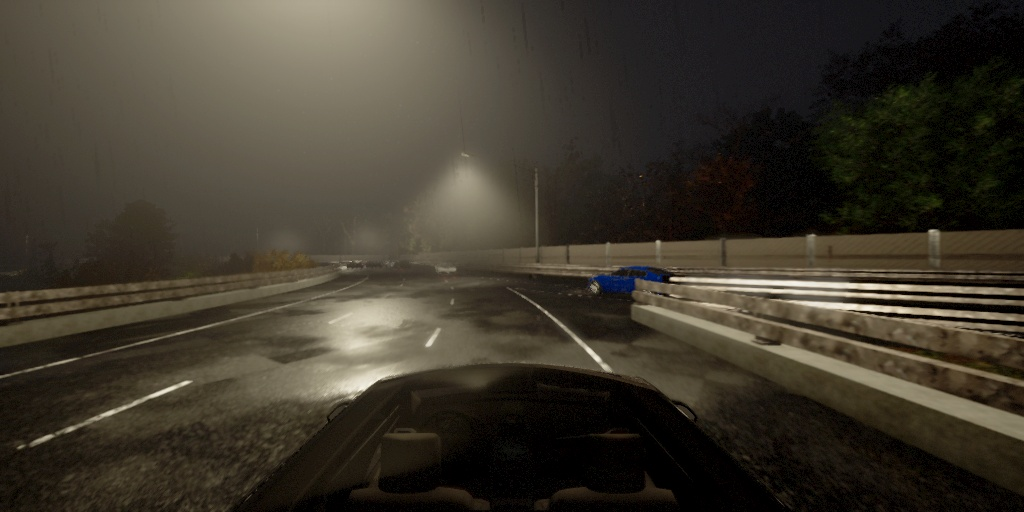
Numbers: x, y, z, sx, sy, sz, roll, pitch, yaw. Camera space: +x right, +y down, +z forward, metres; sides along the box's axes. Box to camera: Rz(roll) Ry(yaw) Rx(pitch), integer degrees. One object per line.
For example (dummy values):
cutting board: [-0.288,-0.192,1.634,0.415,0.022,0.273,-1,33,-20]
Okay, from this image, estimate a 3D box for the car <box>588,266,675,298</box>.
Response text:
car: [6.011,1.245,17.781,1.882,1.535,5.008,-1,0,-37]

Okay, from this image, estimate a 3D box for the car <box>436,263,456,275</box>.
car: [-7.950,1.497,42.755,1.895,1.301,4.718,0,3,-19]
